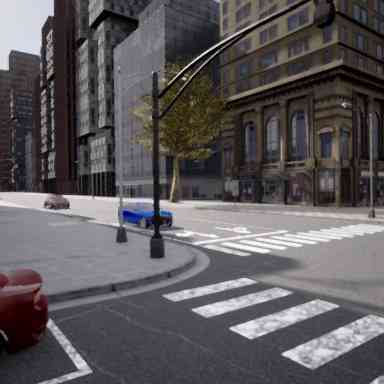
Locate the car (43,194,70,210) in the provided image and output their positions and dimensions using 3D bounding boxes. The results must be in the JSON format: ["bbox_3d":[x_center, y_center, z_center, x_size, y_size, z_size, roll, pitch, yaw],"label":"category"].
[{"bbox_3d":[-15.882,1.096,38.985,2.097,1.767,4.553,-1,1,-36],"label":"car"}]

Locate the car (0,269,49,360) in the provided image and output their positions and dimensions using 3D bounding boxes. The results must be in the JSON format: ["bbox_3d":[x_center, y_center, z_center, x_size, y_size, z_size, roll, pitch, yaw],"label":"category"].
[{"bbox_3d":[-4.066,1.545,3.740,4.507,1.381,1.887,0,-1,-36],"label":"car"}]

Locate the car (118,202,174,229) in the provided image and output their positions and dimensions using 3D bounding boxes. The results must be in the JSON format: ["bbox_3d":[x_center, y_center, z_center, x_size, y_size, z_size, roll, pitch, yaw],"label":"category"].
[{"bbox_3d":[-3.057,1.398,21.277,1.882,1.535,5.008,-1,1,-36],"label":"car"}]
